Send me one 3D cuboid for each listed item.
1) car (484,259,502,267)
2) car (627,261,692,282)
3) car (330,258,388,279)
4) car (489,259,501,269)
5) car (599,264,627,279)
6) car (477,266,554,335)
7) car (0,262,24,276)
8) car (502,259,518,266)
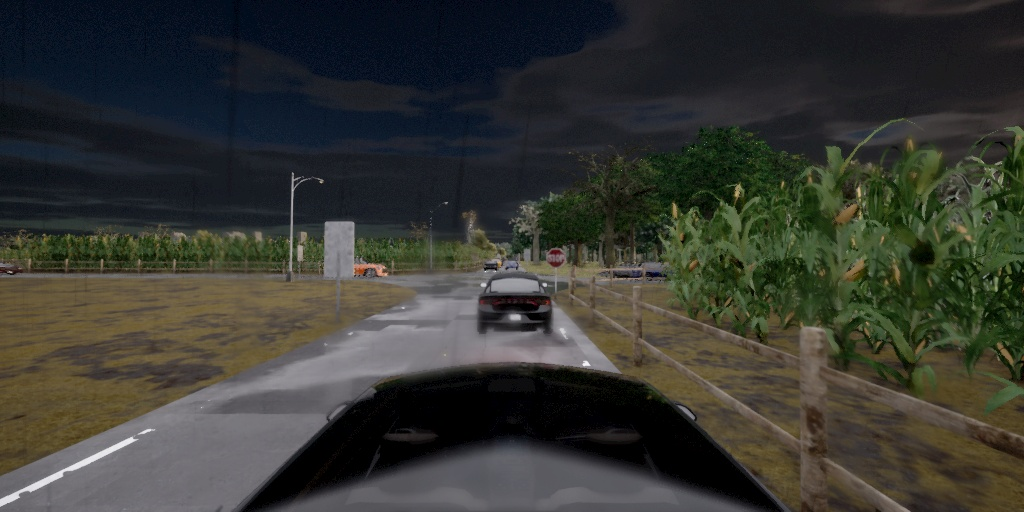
[{"bbox_3d":[-2.854,1.323,50.357,2.033,1.411,5.357,0,0,1],"label":"car"},{"bbox_3d":[12.325,1.275,29.533,4.553,1.767,2.097,1,-1,0],"label":"car"},{"bbox_3d":[-12.640,0.938,29.546,4.553,1.767,2.097,1,-1,0],"label":"car"},{"bbox_3d":[-2.794,1.260,59.962,1.882,1.535,5.008,0,0,1],"label":"car"},{"bbox_3d":[10.659,1.476,33.622,4.902,1.511,2.128,1,-1,6],"label":"car"},{"bbox_3d":[0.064,1.231,10.562,1.882,1.535,5.008,0,0,-1],"label":"car"},{"bbox_3d":[-43.951,0.929,29.562,5.357,1.411,2.033,0,-1,0],"label":"car"},{"bbox_3d":[0.046,1.325,54.705,2.033,1.411,5.357,0,0,1],"label":"car"}]
